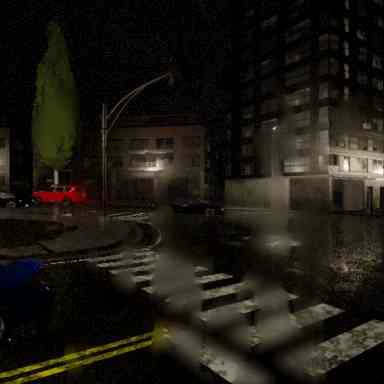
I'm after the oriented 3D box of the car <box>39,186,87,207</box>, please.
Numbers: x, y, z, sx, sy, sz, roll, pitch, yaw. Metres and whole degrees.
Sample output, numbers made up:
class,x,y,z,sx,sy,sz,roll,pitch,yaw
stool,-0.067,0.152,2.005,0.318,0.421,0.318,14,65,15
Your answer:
class,x,y,z,sx,sy,sz,roll,pitch,yaw
car,-13.434,0.379,33.657,5.566,2.045,2.150,1,0,11

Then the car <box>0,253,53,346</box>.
class,x,y,z,sx,sy,sz,roll,pitch,yaw
car,-4.418,1.525,4.535,4.674,1.442,1.812,0,0,-35

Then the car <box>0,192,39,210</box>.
class,x,y,z,sx,sy,sz,roll,pitch,yaw
car,-15.438,0.723,27.222,4.718,1.301,1.895,1,0,11

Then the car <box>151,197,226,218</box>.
class,x,y,z,sx,sy,sz,roll,pitch,yaw
car,-0.250,1.050,24.297,5.357,1.411,2.033,1,0,9
